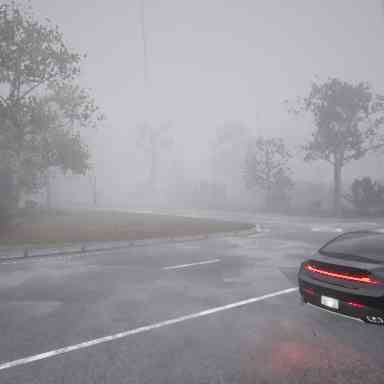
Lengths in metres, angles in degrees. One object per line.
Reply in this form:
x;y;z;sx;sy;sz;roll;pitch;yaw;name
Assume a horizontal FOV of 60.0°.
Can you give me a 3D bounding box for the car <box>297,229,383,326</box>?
4.172;1.505;6.694;4.892;1.490;1.837;0;0;-35;car
